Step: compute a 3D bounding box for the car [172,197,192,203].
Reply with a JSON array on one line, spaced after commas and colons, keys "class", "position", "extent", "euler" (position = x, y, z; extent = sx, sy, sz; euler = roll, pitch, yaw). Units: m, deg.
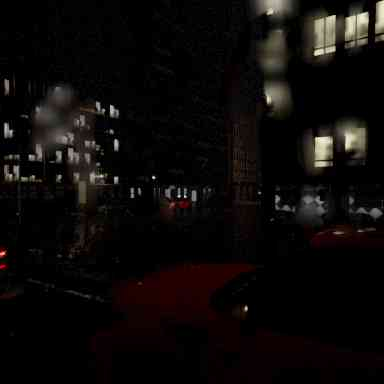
[{"class": "car", "position": [-1.913, 1.490, 43.357], "extent": [2.097, 1.767, 4.553], "euler": [1, 0, 37]}]

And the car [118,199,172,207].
[{"class": "car", "position": [-4.775, 1.614, 34.151], "extent": [2.128, 1.511, 4.902], "euler": [1, 0, 37]}]

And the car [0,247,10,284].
[{"class": "car", "position": [-6.238, 1.522, 8.109], "extent": [4.674, 1.442, 1.812], "euler": [0, 0, 35]}]

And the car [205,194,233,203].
[{"class": "car", "position": [4.321, 1.406, 51.689], "extent": [2.150, 2.045, 5.566], "euler": [1, 0, 37]}]

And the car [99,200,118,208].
[{"class": "car", "position": [-7.788, 1.619, 35.462], "extent": [1.812, 1.442, 4.674], "euler": [1, 0, 37]}]

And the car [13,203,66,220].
[{"class": "car", "position": [-12.930, 1.617, 28.526], "extent": [1.994, 1.385, 4.181], "euler": [1, 0, 37]}]

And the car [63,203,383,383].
[{"class": "car", "position": [1.668, 1.221, 2.496], "extent": [5.566, 2.045, 2.150], "euler": [0, 0, 35]}]
